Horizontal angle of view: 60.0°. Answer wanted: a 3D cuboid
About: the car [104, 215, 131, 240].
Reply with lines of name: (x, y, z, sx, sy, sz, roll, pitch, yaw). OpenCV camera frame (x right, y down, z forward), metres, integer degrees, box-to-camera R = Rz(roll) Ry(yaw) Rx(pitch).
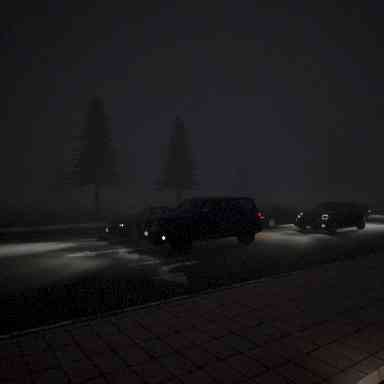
car: (-1.911, 1.492, 16.740, 4.902, 1.511, 2.128, 0, 0, -35)

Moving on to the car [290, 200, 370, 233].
car: (8.252, 1.352, 19.685, 4.553, 1.767, 2.097, 0, 0, -35)

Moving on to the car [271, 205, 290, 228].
car: (5.350, 1.564, 21.921, 4.181, 1.385, 1.994, 0, 0, -36)

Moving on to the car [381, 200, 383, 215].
car: (20.780, 1.505, 32.822, 4.892, 1.490, 1.837, 0, 0, -35)

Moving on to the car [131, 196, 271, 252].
car: (0.538, 1.221, 14.195, 5.566, 2.045, 2.150, 0, 0, -34)
